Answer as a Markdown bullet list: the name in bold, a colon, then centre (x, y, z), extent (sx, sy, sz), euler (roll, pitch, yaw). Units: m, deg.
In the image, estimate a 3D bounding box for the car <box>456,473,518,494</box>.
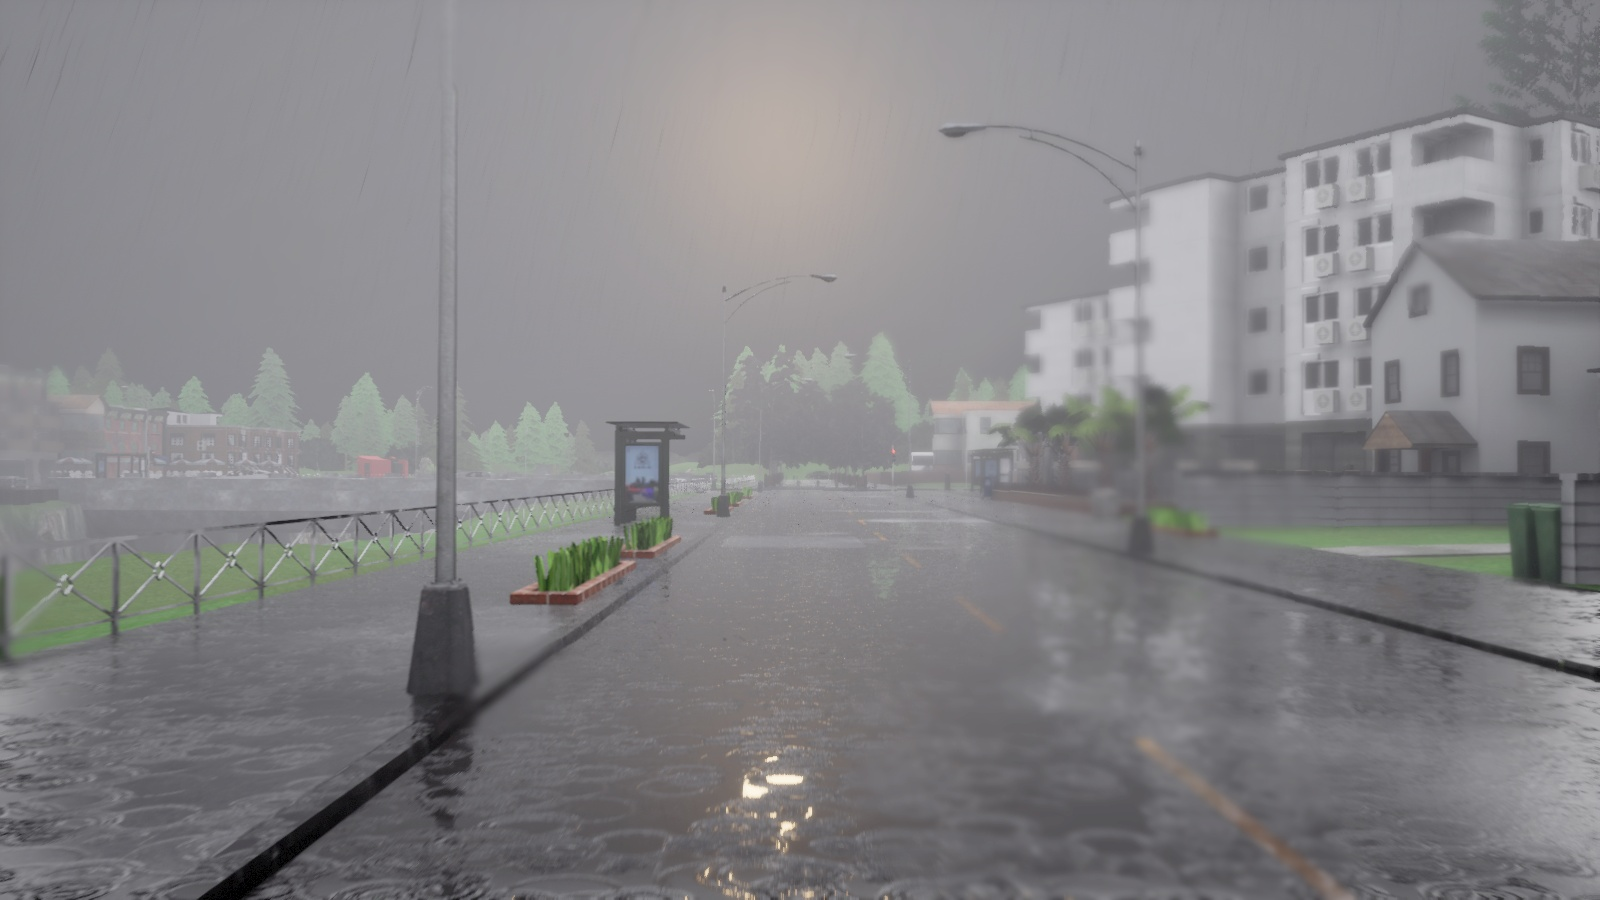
- **car**: centre (-23.422, 2.500, 94.105), extent (4.193, 1.474, 1.816), euler (0, -1, 0)
